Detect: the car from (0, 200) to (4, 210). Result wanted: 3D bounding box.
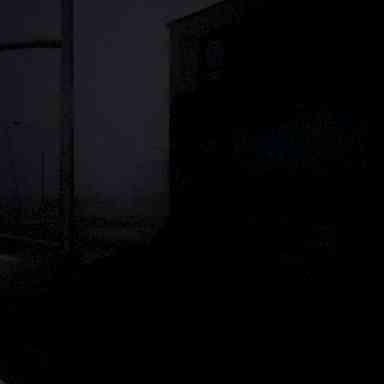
[{"bbox_3d":[-20.408,1.115,31.952,1.970,1.475,3.806,0,0,35],"label":"car"}]

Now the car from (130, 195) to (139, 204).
[{"bbox_3d":[-8.266,1.231,54.664,1.970,1.475,3.806,0,0,35],"label":"car"}]

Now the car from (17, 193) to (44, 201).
[{"bbox_3d":[-36.174,1.070,74.530,2.152,1.636,5.027,0,0,35],"label":"car"}]

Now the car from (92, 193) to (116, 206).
[{"bbox_3d":[-13.162,0.967,47.741,1.932,1.855,4.605,0,0,35],"label":"car"}]

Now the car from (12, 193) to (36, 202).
[{"bbox_3d":[-30.994,1.104,61.401,1.845,1.501,3.633,0,0,35],"label":"car"}]

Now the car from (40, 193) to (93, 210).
[{"bbox_3d":[-13.332,1.194,35.560,2.007,1.523,4.514,0,0,35],"label":"car"}]

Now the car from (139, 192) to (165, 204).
[{"bbox_3d":[-5.915,0.959,52.234,1.905,1.878,3.866,0,0,35],"label":"car"}]

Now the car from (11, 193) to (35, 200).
[{"bbox_3d":[-38.758,1.068,76.310,2.007,1.523,4.514,0,0,35],"label":"car"}]

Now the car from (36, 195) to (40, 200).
[{"bbox_3d":[-22.886,1.121,55.559,2.007,1.523,4.514,0,0,35],"label":"car"}]
